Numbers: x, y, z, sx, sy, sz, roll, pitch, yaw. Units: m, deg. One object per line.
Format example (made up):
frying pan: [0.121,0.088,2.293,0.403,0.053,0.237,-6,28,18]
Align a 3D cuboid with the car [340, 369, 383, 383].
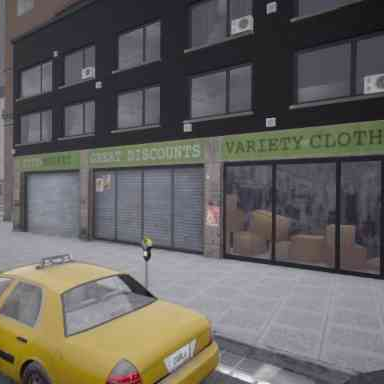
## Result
car: [2.701,1.551,1.167,4.403,1.369,2.008,0,1,35]

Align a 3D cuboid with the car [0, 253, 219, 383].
car: [-1.990,1.524,4.502,4.829,1.417,1.752,0,1,35]
